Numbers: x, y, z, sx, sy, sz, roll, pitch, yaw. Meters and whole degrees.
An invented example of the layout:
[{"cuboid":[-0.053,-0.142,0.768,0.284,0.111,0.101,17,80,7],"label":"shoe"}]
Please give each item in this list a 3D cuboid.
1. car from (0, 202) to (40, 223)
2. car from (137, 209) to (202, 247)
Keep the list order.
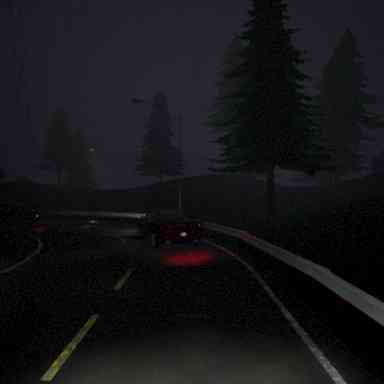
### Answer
[{"cuboid":[-13.942,1.528,24.720,4.892,1.490,1.837,0,0,0],"label":"car"},{"cuboid":[-1.180,1.485,15.130,1.882,1.535,5.008,0,0,-20],"label":"car"}]
